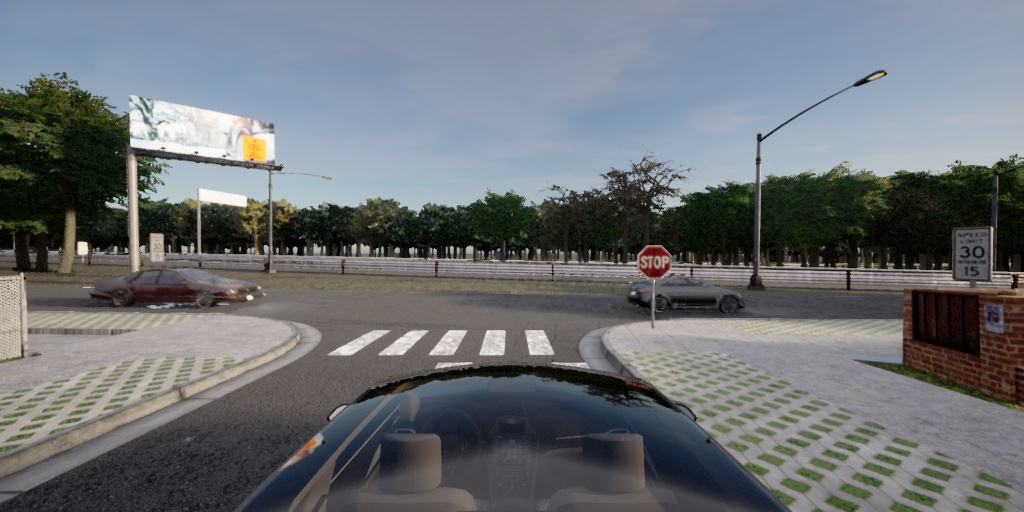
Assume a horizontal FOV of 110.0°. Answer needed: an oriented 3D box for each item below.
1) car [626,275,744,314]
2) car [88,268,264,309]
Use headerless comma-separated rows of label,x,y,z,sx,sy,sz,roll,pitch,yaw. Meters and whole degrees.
car,6.770,1.464,14.226,4.181,1.385,1.994,1,1,-3
car,-12.736,1.175,13.772,5.357,1.411,2.033,1,1,0
